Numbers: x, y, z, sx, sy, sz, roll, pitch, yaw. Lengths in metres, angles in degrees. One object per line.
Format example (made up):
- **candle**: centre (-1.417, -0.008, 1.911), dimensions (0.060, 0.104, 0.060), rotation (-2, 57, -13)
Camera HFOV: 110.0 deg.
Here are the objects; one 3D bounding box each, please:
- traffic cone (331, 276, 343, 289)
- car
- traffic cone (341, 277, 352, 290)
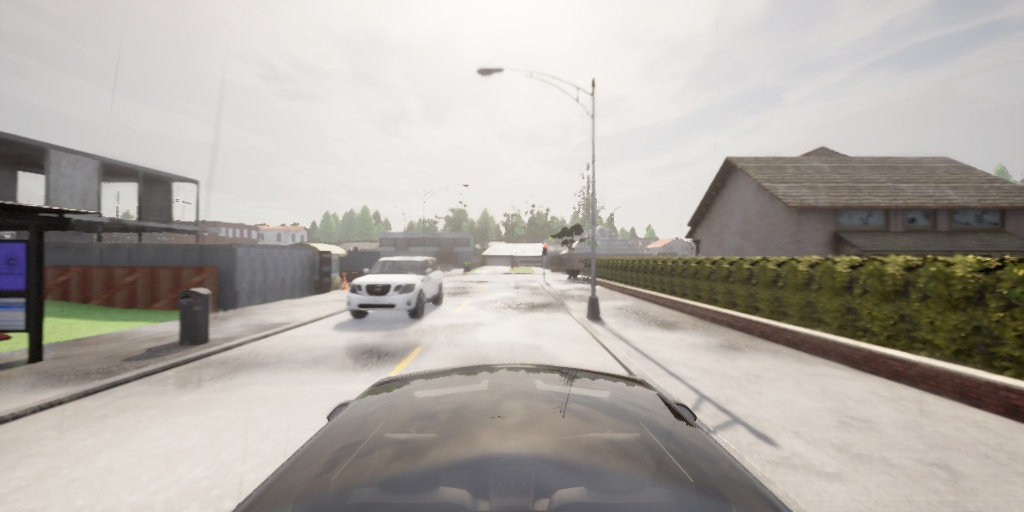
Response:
- **traffic cone**: centre (-10.393, 1.650, 21.371), dimensions (0.344, 0.586, 0.344), rotation (0, 0, 0)
- **car**: centre (-4.003, 1.008, 13.357), dimensions (2.150, 2.045, 5.566), rotation (0, 0, 0)
- **traffic cone**: centre (-9.673, 1.678, 20.851), dimensions (0.344, 0.586, 0.344), rotation (0, 0, 0)
